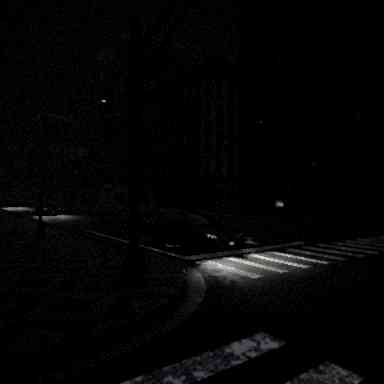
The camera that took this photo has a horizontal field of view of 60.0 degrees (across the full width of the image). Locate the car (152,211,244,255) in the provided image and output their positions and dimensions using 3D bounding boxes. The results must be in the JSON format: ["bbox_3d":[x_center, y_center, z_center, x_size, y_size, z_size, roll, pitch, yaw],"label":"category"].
[{"bbox_3d":[0.041,1.529,13.582,1.812,1.442,4.674,1,0,-36],"label":"car"}]

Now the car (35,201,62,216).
[{"bbox_3d":[-14.853,1.636,34.283,1.812,1.442,4.674,1,0,-36],"label":"car"}]

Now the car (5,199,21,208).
[{"bbox_3d":[-29.129,1.769,54.120,1.895,1.301,4.718,1,-1,-36],"label":"car"}]
